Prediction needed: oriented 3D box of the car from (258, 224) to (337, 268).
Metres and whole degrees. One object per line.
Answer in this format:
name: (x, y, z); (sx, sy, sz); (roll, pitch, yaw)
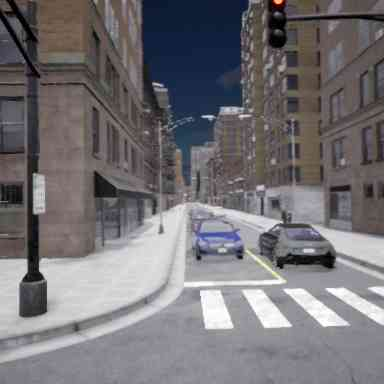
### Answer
car: (3.738, 1.866, 12.439); (1.994, 1.385, 4.181); (-1, -2, 2)

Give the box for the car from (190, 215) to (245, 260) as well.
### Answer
car: (1.000, 1.929, 14.365); (1.812, 1.442, 4.674); (-1, -2, -2)

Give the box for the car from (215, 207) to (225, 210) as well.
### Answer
car: (3.493, 2.749, 45.314); (1.812, 1.442, 4.674); (-1, -2, 0)

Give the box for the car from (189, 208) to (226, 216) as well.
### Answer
car: (0.884, 2.153, 23.534); (2.128, 1.511, 4.902); (-1, -2, -1)

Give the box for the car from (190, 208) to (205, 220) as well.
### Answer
car: (0.661, 2.833, 43.904); (1.895, 1.301, 4.718); (-1, -2, 0)
